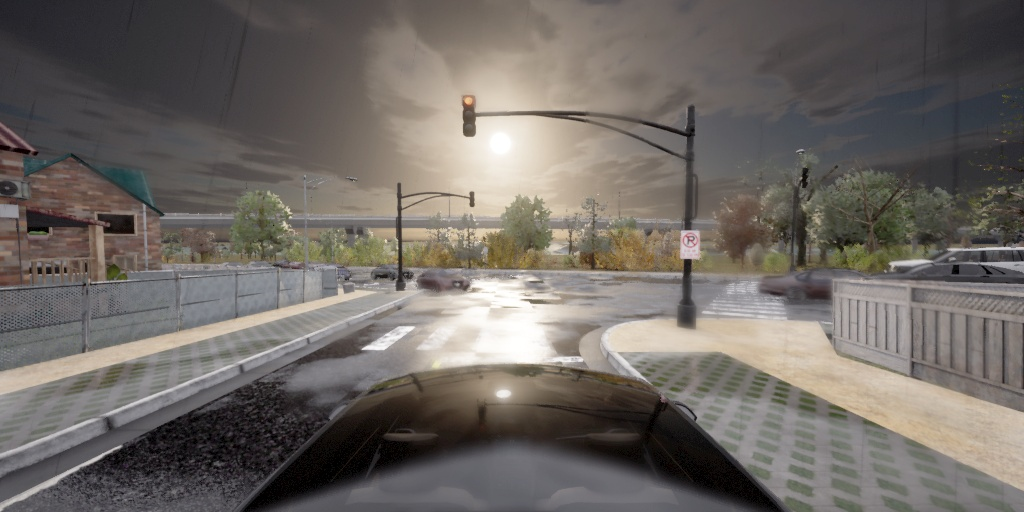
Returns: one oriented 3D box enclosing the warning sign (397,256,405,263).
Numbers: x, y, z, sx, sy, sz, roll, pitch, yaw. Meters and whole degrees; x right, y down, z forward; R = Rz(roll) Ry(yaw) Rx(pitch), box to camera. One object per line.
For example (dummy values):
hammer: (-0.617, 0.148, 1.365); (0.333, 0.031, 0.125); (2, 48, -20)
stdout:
warning sign: (-14.327, 0.719, 46.220); (1.060, 1.860, 1.300); (0, 0, 36)

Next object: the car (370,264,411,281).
car: (-10.730, 1.417, 31.934); (4.181, 1.385, 1.994); (0, 2, 36)

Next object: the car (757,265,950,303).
car: (13.226, 1.202, 14.578); (5.357, 1.411, 2.033); (0, 2, 36)

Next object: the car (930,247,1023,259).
car: (21.506, 0.611, 16.833); (5.566, 2.045, 2.150); (0, 2, 36)

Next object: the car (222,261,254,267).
car: (-35.555, 1.509, 45.953); (4.553, 1.767, 2.097); (0, 2, 36)

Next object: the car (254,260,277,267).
car: (-34.590, 1.405, 49.274); (4.553, 1.767, 2.097); (0, 2, 36)

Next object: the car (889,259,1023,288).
car: (18.203, 1.017, 15.226); (4.892, 1.490, 1.837); (-1, 2, 36)

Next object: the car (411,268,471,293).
car: (-4.296, 1.484, 22.190); (1.994, 1.385, 4.181); (-2, 1, -37)

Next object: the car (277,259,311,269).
car: (-30.933, 1.449, 50.815); (4.674, 1.442, 1.812); (-1, 2, 36)

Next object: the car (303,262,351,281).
car: (-16.322, 1.520, 31.970); (4.674, 1.442, 1.812); (0, 2, 36)
